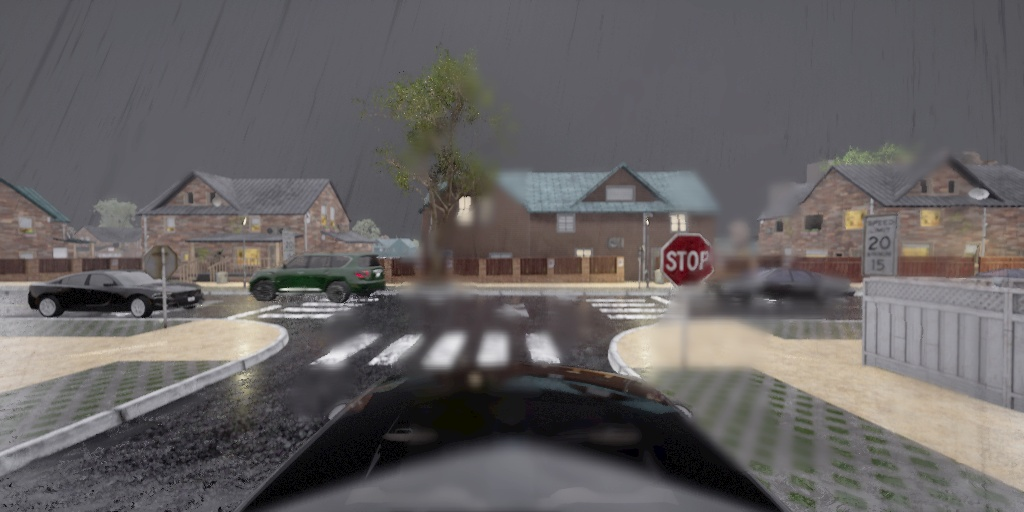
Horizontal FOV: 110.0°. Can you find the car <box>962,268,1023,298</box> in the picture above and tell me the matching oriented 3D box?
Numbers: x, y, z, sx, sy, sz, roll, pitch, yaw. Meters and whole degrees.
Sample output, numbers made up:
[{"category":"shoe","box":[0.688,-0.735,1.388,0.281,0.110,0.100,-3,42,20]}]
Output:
[{"category":"car","box":[21.101,1.221,15.037,4.181,1.385,1.994,0,2,0]}]

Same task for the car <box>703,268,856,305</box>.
[{"category":"car","box":[11.127,1.206,15.108,5.357,1.411,2.033,0,2,1]}]

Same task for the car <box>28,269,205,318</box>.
[{"category":"car","box":[-13.593,1.217,12.497,5.008,1.535,1.882,0,2,2]}]

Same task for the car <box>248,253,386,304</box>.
[{"category":"car","box":[-8.356,0.874,15.573,5.566,2.045,2.150,0,1,8]}]
